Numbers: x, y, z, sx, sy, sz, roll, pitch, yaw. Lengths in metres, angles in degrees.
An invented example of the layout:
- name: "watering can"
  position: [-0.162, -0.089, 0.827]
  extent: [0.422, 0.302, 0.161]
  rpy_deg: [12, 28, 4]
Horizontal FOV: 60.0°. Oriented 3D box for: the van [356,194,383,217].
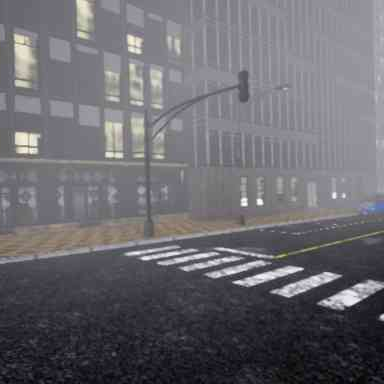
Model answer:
- name: "van"
  position: [14.726, 1.045, 26.676]
  extent: [3.998, 1.788, 1.690]
  rpy_deg: [-1, -1, -41]
